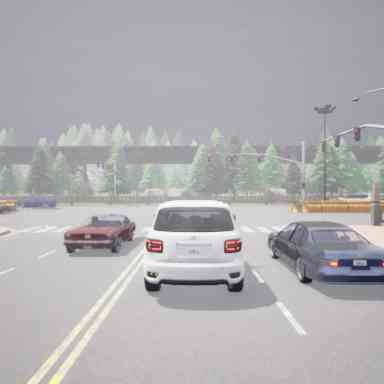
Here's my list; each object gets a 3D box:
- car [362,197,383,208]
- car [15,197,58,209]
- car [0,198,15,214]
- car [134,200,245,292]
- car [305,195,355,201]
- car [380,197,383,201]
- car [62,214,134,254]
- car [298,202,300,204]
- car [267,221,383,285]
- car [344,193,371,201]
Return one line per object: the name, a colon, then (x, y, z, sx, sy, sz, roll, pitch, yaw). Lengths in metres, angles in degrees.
car: (27.319, 1.499, 47.727, 4.892, 1.490, 1.837, 0, 0, 0)
car: (-20.650, 1.472, 44.487, 5.008, 1.535, 1.882, 0, 0, 0)
car: (-21.467, 1.543, 33.791, 5.357, 1.411, 2.033, 0, 0, 0)
car: (0.067, 1.220, 9.061, 2.150, 2.045, 5.566, 0, 0, 1)
car: (16.671, 1.486, 40.779, 4.902, 1.511, 2.128, 0, 0, 0)
car: (26.196, 1.472, 40.734, 5.008, 1.535, 1.882, 0, 0, 0)
car: (-3.586, 1.599, 13.658, 1.895, 1.301, 4.718, 0, 0, 0)
car: (17.827, 1.472, 47.774, 5.008, 1.535, 1.882, 0, 0, 0)
car: (3.576, 1.546, 9.550, 2.033, 1.411, 5.357, 0, 0, 0)
car: (21.113, 1.216, 44.256, 5.566, 2.045, 2.150, 0, 0, 0)
